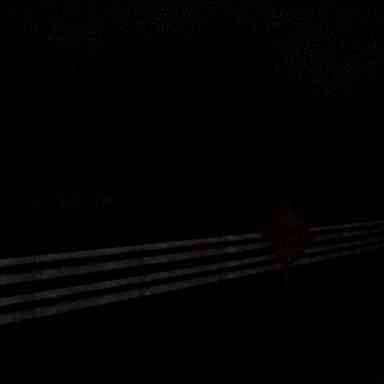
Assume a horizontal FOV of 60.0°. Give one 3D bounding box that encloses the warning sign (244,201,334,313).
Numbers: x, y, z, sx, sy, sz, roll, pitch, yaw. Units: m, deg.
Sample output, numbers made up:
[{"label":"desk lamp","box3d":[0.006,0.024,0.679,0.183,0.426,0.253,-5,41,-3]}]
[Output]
[{"label":"warning sign","box3d":[1.862,1.121,6.483,1.060,1.860,1.300,0,0,-35]}]
